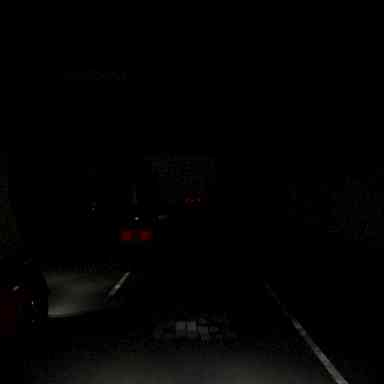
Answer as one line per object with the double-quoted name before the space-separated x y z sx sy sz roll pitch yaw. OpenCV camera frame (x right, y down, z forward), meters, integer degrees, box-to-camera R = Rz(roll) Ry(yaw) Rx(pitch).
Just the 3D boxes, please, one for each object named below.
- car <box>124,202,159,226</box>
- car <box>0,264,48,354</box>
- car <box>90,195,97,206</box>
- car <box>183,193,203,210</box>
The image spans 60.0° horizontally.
"car" -3.388 1.426 22.907 2.128 1.511 4.902 0 0 0
"car" -3.398 1.341 3.604 2.097 1.767 4.553 0 0 0
"car" -14.056 1.217 47.073 2.097 1.767 4.553 0 0 0
"car" 0.122 1.101 41.361 2.150 2.045 5.566 0 0 0
